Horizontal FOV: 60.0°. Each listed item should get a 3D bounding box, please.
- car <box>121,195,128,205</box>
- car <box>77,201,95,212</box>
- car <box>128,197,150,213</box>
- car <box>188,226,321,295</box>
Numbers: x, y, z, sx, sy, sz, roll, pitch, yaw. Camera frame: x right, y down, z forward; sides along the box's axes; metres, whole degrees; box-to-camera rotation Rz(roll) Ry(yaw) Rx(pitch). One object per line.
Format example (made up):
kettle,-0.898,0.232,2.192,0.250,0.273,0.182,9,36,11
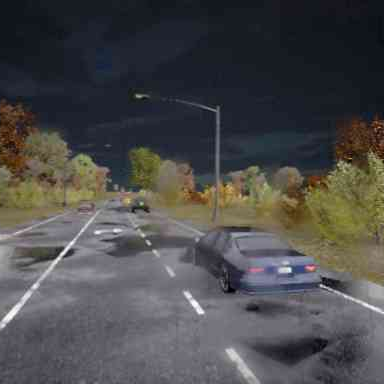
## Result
car,-14.050,2.123,73.749,1.882,1.535,5.008,1,-1,-13
car,-14.046,1.916,44.191,1.994,1.385,4.181,1,-1,-11
car,-6.834,1.642,43.467,2.150,2.045,5.566,1,-1,-13
car,1.310,1.668,9.223,2.033,1.411,5.357,1,-1,-13
